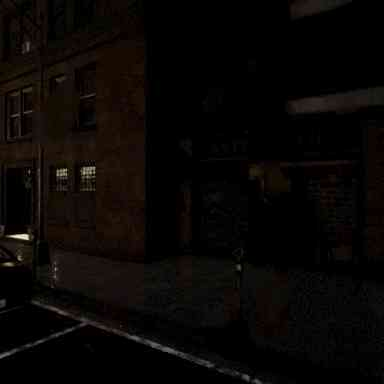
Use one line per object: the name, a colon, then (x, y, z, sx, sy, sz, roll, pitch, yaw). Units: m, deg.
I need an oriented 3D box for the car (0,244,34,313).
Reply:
car: (-4.842, 1.551, 6.522, 4.403, 1.369, 2.008, 0, 0, 35)
